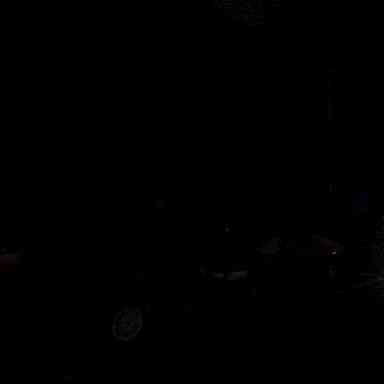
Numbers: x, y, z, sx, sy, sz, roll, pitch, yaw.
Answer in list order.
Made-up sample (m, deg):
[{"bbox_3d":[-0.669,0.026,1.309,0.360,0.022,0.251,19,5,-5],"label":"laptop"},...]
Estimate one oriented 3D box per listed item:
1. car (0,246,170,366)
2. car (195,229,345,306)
[{"bbox_3d":[-2.470,1.545,4.772,4.507,1.381,1.887,0,0,-36],"label":"car"},{"bbox_3d":[2.024,1.582,7.986,4.206,1.307,1.802,0,0,-36],"label":"car"}]
